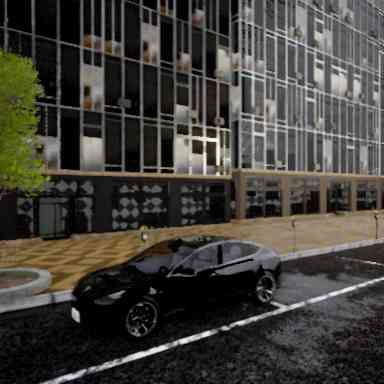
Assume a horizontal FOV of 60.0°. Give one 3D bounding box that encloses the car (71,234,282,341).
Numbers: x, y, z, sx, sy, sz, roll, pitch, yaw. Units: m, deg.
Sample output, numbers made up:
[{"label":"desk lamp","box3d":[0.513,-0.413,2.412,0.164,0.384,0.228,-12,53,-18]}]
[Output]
[{"label":"car","box3d":[-0.060,1.566,6.520,4.313,1.339,1.947,0,0,-36]}]
